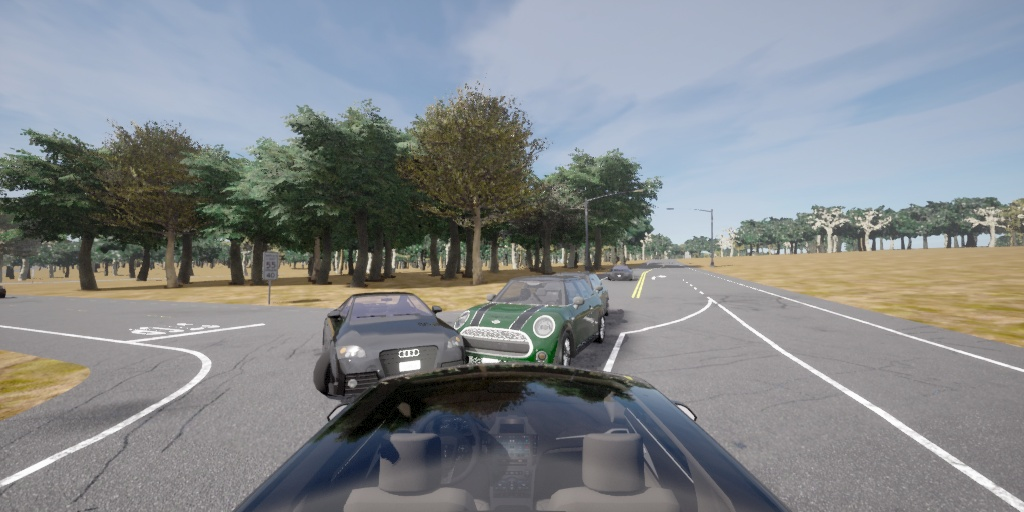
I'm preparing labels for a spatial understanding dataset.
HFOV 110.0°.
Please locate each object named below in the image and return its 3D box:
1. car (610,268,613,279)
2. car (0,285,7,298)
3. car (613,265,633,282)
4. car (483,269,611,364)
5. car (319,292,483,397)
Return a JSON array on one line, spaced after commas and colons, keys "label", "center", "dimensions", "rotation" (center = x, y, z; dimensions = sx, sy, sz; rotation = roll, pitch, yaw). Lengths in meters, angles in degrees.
[{"label": "car", "center": [2.022, 1.344, 12.158], "dimensions": [2.097, 1.767, 4.553], "rotation": [-1, -1, 21]}, {"label": "car", "center": [-40.862, 2.562, 27.403], "dimensions": [4.181, 1.385, 1.994], "rotation": [-2, -3, 22]}, {"label": "car", "center": [9.762, 1.518, 32.140], "dimensions": [1.994, 1.385, 4.181], "rotation": [-1, 0, 22]}, {"label": "car", "center": [0.615, 1.218, 7.845], "dimensions": [2.097, 1.767, 4.553], "rotation": [-1, -2, 26]}, {"label": "car", "center": [-2.356, 1.376, 6.640], "dimensions": [1.994, 1.385, 4.181], "rotation": [1, -2, -29]}]
